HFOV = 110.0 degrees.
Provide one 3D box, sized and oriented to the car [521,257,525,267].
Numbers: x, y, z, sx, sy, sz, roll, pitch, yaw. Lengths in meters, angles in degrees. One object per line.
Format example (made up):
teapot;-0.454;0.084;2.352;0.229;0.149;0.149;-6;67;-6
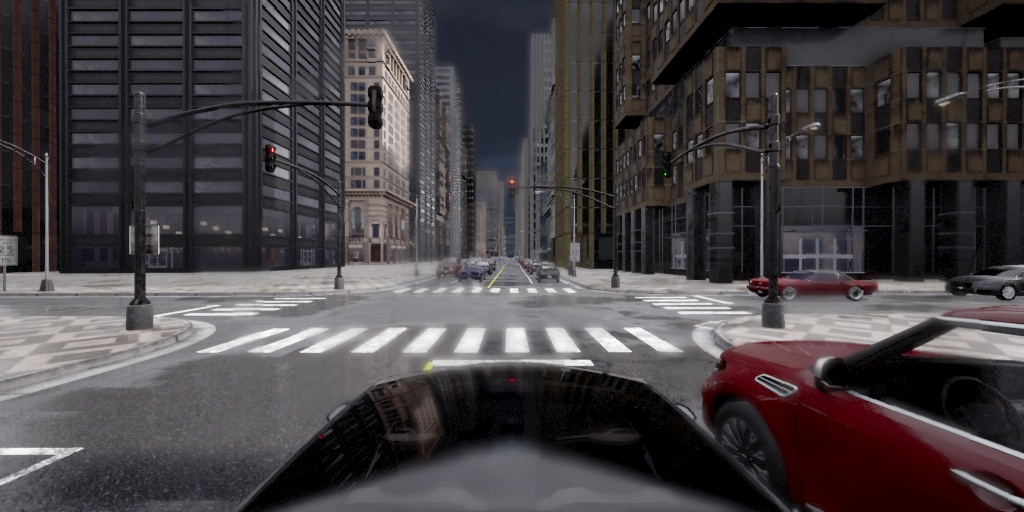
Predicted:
car;2.783;1.199;56.406;1.967;1.591;4.097;0;0;0

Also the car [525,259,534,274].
car;2.776;1.304;39.485;2.007;1.370;4.403;0;0;0

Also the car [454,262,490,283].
car;-3.090;1.352;28.462;1.895;1.301;4.718;0;0;0

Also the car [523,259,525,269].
car;2.778;1.300;45.125;1.888;1.381;4.507;0;0;0

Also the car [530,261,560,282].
car;2.772;1.302;28.203;2.007;1.370;4.403;0;0;0

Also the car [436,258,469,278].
car;-5.751;1.067;33.837;2.192;1.841;5.009;0;0;0

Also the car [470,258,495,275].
car;-3.087;1.279;38.430;1.812;1.442;4.674;0;0;0

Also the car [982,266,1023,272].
car;22.959;1.197;16.419;4.892;1.490;1.837;0;0;0

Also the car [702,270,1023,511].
car;2.762;1.065;1.230;2.192;1.841;5.009;0;0;0

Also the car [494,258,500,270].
car;-3.076;1.304;48.799;2.033;1.411;5.357;0;0;0

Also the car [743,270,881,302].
car;13.525;1.314;16.376;4.718;1.301;1.895;0;0;0

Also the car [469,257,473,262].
car;-5.749;1.194;39.479;1.967;1.591;4.097;0;0;0
